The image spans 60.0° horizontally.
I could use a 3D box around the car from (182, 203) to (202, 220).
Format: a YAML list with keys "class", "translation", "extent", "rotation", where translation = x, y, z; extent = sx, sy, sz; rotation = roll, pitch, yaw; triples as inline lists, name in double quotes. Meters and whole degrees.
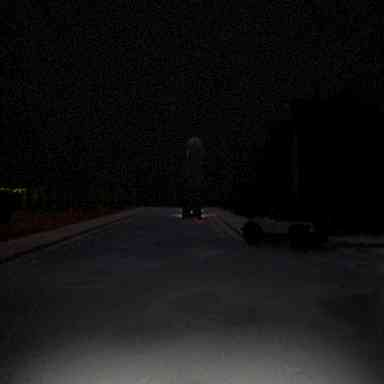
- class: "car"
  translation: [-0.019, 1.853, 31.890]
  extent: [2.033, 1.411, 5.357]
  rotation: [0, -1, 0]

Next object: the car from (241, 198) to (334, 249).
- class: "car"
  translation: [4.111, 1.283, 14.503]
  extent: [1.905, 1.878, 3.866]
  rotation: [-7, 3, -43]

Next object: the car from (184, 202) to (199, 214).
- class: "car"
  translation: [-0.058, 2.011, 42.915]
  extent: [1.895, 1.301, 4.718]
  rotation: [0, -1, 0]
